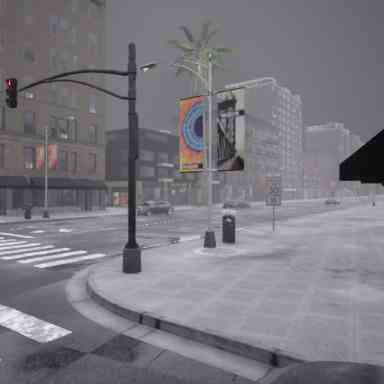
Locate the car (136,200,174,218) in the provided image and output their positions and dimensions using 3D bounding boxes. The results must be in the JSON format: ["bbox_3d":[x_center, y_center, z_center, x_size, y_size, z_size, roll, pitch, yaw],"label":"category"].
[{"bbox_3d":[-3.635,1.536,31.153,1.837,1.490,4.892,0,0,35],"label":"car"}]

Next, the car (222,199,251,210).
[{"bbox_3d":[6.129,1.615,44.995,2.033,1.411,5.357,0,0,35],"label":"car"}]

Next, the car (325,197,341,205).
[{"bbox_3d":[26.315,1.711,62.095,1.994,1.385,4.181,0,0,35],"label":"car"}]

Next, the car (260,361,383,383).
[{"bbox_3d":[2.171,1.551,1.302,4.403,1.369,2.008,0,0,35],"label":"car"}]
